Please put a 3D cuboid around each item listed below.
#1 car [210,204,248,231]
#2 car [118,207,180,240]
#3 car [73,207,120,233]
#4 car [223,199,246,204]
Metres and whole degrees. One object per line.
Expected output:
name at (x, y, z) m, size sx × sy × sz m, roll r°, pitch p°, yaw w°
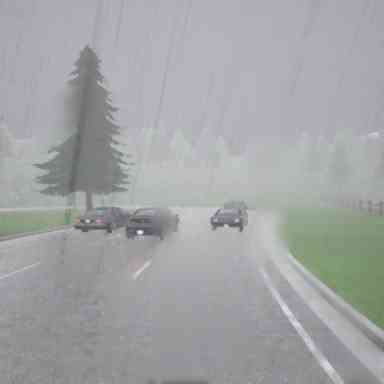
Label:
car at (2.477, 1.637, 20.996) m, size 1.895 × 1.301 × 4.718 m, roll 0°, pitch 0°, yaw 14°
car at (-1.894, 1.545, 17.205) m, size 1.837 × 1.490 × 4.892 m, roll 0°, pitch 0°, yaw 10°
car at (-4.957, 1.602, 19.990) m, size 2.033 × 1.411 × 5.357 m, roll 0°, pitch 0°, yaw 12°
car at (4.911, 1.557, 38.950) m, size 2.128 × 1.511 × 4.902 m, roll 0°, pitch 0°, yaw -11°
